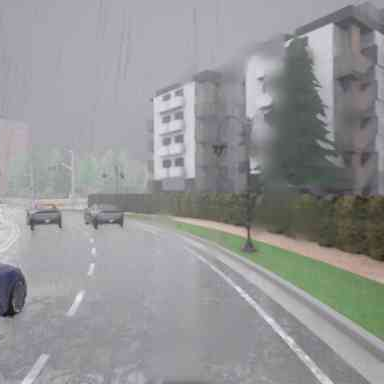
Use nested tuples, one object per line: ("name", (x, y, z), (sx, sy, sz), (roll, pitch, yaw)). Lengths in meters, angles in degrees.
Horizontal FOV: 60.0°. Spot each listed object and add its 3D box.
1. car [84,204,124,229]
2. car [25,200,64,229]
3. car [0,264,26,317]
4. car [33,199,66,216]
("car", (-5.829, 1.505, 21.802), (2.128, 1.511, 4.902), (0, 0, -27))
("car", (-9.834, 1.536, 22.017), (2.128, 1.511, 4.902), (0, 0, -29))
("car", (-3.900, 1.550, 4.445), (1.812, 1.442, 4.674), (0, 0, -6))
("car", (-15.101, 1.544, 35.073), (1.882, 1.535, 5.008), (-1, 0, -39))
